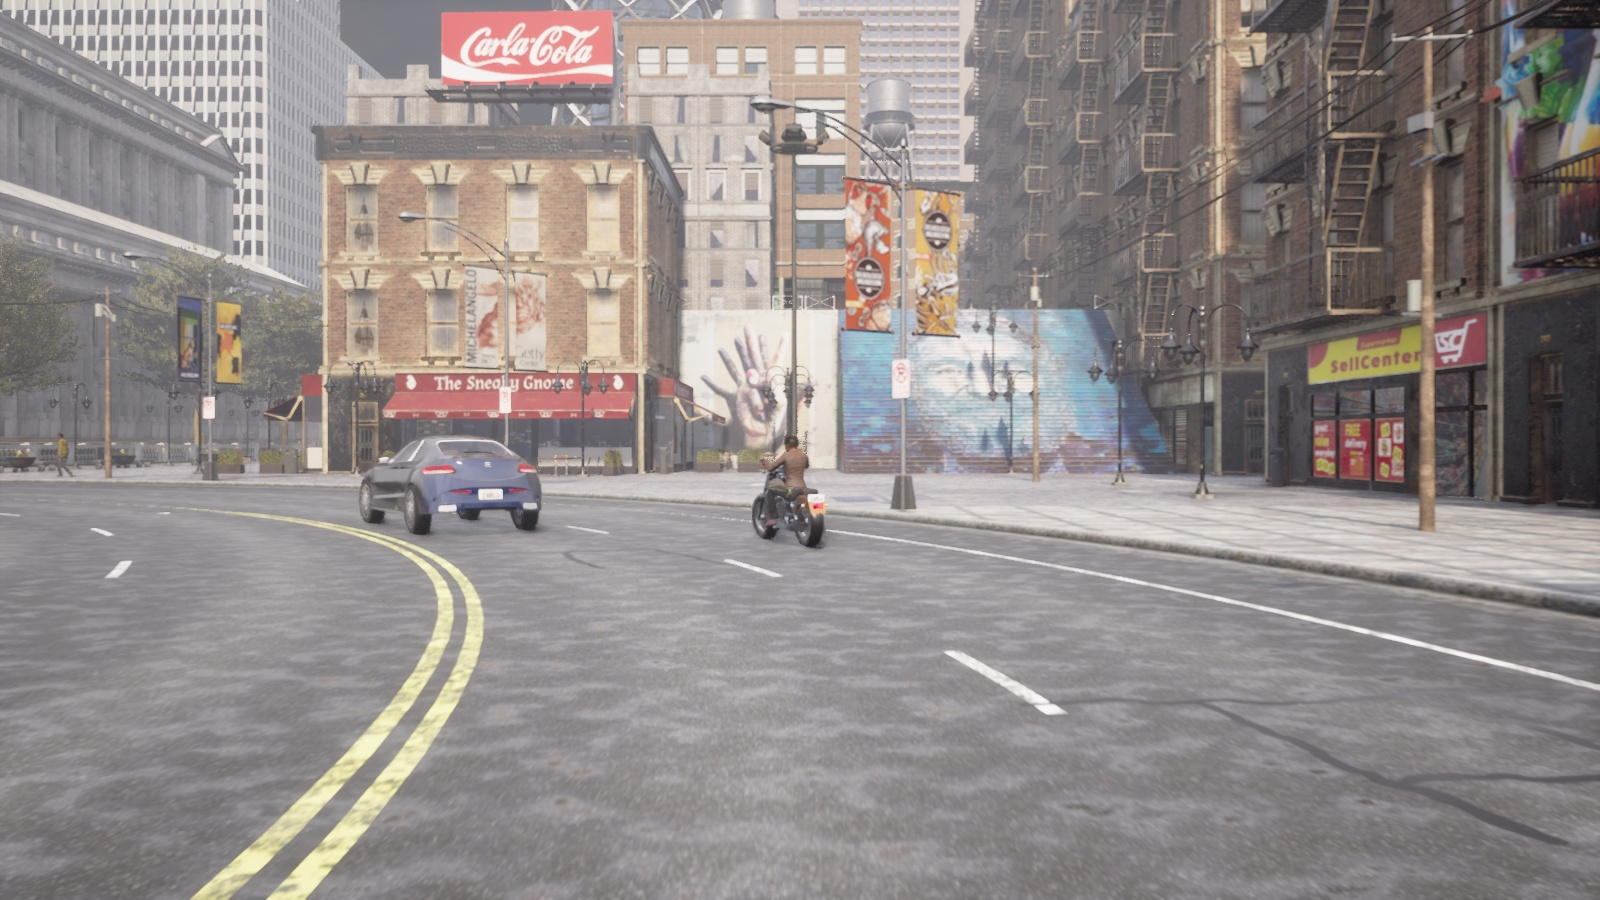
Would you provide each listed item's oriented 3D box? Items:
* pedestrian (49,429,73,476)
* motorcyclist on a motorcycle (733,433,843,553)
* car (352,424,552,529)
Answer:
[{"bbox_3d":[-29.333,0.107,49.843,0.709,1.840,0.431,0,0,8],"label":"pedestrian"},{"bbox_3d":[-0.221,0.592,18.575,0.766,1.649,2.350,0,0,-23],"label":"motorcyclist on a motorcycle"},{"bbox_3d":[-6.342,0.395,22.441,2.152,1.651,5.027,0,0,-31],"label":"car"}]
